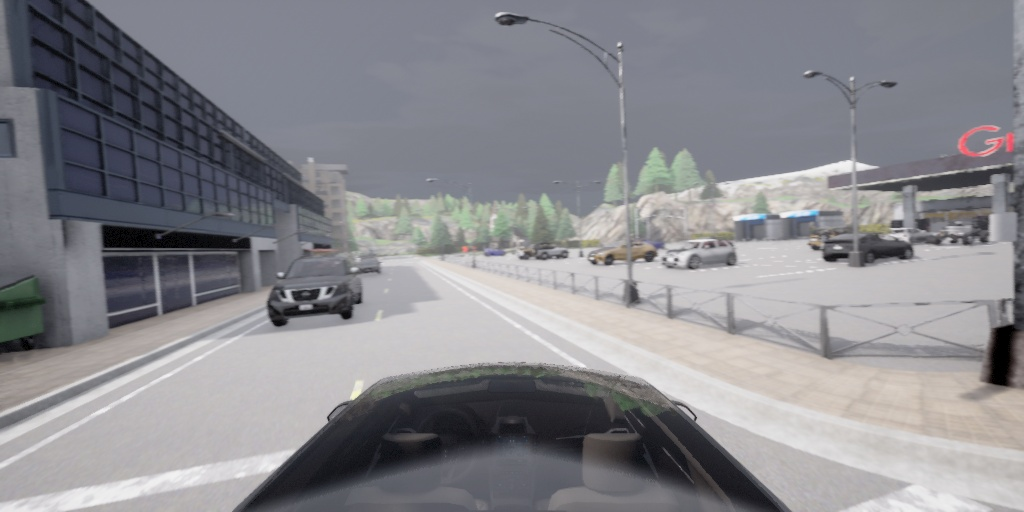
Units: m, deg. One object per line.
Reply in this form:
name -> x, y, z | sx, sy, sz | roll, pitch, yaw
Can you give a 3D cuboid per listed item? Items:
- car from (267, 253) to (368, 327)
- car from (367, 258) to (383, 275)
car -> -6.631, 0.994, 12.671 | 2.150, 2.045, 5.566 | -4, 3, -17
car -> -12.952, 0.946, 32.798 | 1.837, 1.490, 4.892 | -4, 2, -17
